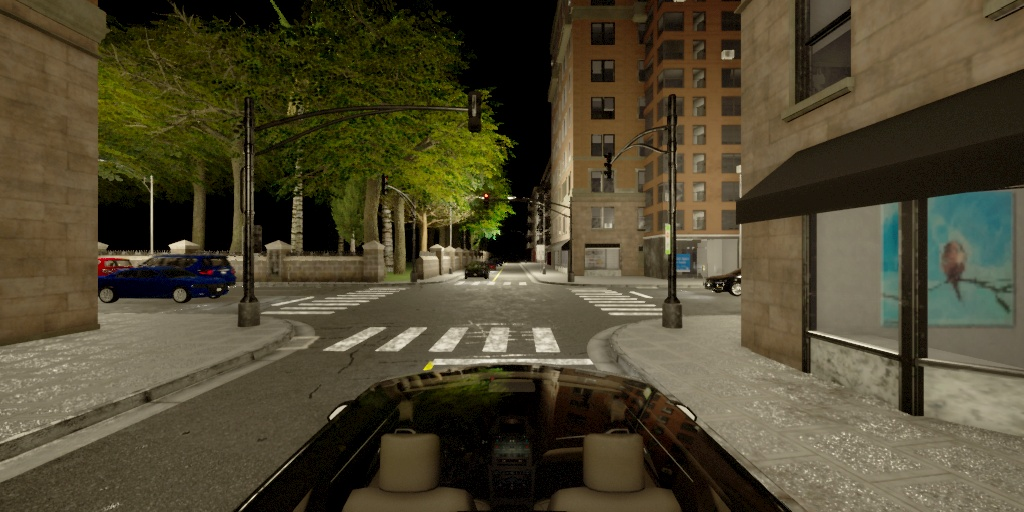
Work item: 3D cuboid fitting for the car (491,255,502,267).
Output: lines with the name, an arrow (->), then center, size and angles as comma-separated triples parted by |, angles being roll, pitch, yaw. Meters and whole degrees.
car -> -2.939, 0.891, 65.252 | 2.150, 2.045, 5.566 | 0, 0, 1

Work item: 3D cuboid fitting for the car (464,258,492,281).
car -> -2.971, 1.212, 30.639 | 1.882, 1.535, 5.008 | 0, 0, -2

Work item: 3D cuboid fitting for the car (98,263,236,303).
car -> -15.472, 1.212, 15.883 | 5.008, 1.535, 1.882 | 0, 0, 0

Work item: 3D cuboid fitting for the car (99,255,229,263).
car -> -17.811, 0.955, 18.959 | 5.566, 2.045, 2.150 | 0, 0, 3

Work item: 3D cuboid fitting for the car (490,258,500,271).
car -> -3.035, 1.269, 46.556 | 1.994, 1.385, 4.181 | 0, 0, 0

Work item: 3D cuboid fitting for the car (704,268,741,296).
car -> 12.689, 1.271, 18.705 | 4.892, 1.490, 1.837 | 0, 0, 1
